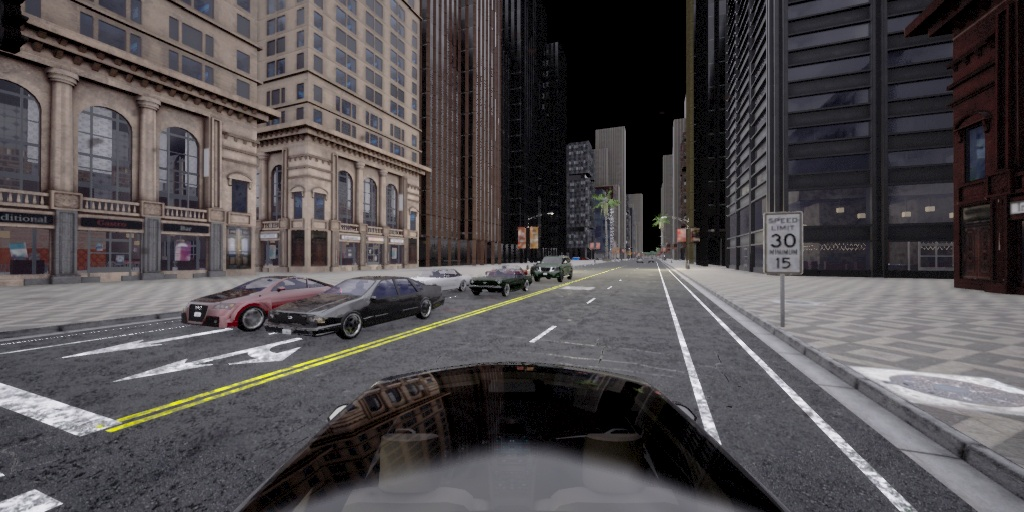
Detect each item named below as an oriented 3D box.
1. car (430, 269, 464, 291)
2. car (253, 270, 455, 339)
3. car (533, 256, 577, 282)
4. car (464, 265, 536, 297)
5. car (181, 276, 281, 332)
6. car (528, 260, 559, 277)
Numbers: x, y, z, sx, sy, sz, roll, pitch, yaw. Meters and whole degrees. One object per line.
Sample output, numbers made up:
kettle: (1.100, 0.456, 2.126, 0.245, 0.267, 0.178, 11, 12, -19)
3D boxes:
car: (-4.070, 1.356, 19.173, 1.895, 1.301, 4.718, 0, 0, 22)
car: (-4.042, 1.299, 10.471, 2.033, 1.411, 5.357, 0, 0, 22)
car: (3.481, 0.986, 29.310, 2.150, 2.045, 5.566, 0, 0, 22)
car: (-0.488, 1.357, 19.377, 1.895, 1.301, 4.718, 0, 0, 22)
car: (-7.313, 1.315, 11.034, 1.994, 1.385, 4.181, 0, 0, 22)
car: (3.443, 1.250, 37.889, 1.882, 1.535, 5.008, 0, 0, 22)
